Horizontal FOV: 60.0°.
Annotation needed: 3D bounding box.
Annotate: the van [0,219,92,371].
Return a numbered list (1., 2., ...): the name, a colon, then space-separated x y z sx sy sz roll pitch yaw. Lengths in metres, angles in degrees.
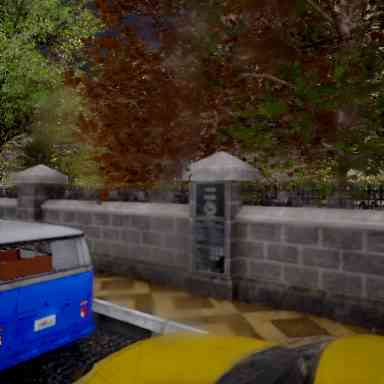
1. van: -3.258 1.308 5.032 3.998 1.788 1.690 0 0 35

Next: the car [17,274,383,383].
1. car: 1.123 1.525 1.920 4.829 1.417 1.752 0 0 35
